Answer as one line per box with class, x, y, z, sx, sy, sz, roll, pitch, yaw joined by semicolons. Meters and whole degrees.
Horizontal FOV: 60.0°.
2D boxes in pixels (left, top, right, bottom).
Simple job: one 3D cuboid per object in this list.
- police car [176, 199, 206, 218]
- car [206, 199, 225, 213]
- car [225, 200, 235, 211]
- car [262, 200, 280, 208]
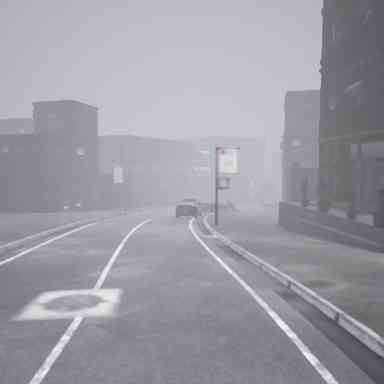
police car;-0.217;1.535;31.624;1.930;1.638;5.238;1;0;9
car;2.132;1.673;40.681;1.882;1.535;5.008;2;0;20
car;4.398;1.794;45.892;1.812;1.442;4.674;2;0;27
car;15.162;2.203;61.335;5.357;1.411;2.033;2;2;-41
